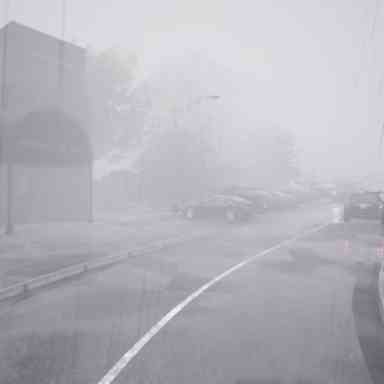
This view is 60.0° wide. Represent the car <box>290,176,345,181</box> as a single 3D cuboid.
[{"bbox_3d":[13.147,-0.438,36.259,5.566,2.045,2.435,1,4,36],"label":"car"}]

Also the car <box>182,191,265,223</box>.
[{"bbox_3d":[1.586,0.945,20.530,4.892,1.521,2.231,1,3,36],"label":"car"}]

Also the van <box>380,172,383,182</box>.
[{"bbox_3d":[36.301,-2.738,67.696,4.442,1.987,1.878,1,4,36],"label":"van"}]

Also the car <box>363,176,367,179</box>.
[{"bbox_3d":[23.000,-1.155,49.803,4.792,1.488,2.163,1,4,36],"label":"car"}]

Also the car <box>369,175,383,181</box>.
[{"bbox_3d":[46.082,-3.482,81.290,4.792,1.488,2.163,1,4,36],"label":"car"}]

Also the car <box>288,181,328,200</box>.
[{"bbox_3d":[11.486,-0.021,34.036,5.008,1.535,2.097,1,4,36],"label":"car"}]

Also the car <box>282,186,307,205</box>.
[{"bbox_3d":[6.535,0.517,27.296,4.674,1.452,2.002,1,4,36],"label":"car"}]

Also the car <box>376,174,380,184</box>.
[{"bbox_3d":[31.269,-1.976,61.031,4.674,1.452,2.002,1,4,36],"label":"car"}]

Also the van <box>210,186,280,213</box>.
[{"bbox_3d":[3.328,0.580,22.715,4.442,1.987,1.878,1,3,36],"label":"van"}]

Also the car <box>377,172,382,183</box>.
[{"bbox_3d":[32.886,-2.307,63.289,4.553,1.767,2.185,1,4,36],"label":"car"}]

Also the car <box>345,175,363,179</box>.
[{"bbox_3d":[21.346,-1.144,47.547,4.553,1.767,2.185,1,4,36],"label":"car"}]

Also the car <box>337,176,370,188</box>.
[{"bbox_3d":[26.342,-1.642,54.258,4.553,1.767,2.185,1,4,36],"label":"car"}]

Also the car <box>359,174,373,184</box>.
[{"bbox_3d":[24.642,-1.602,52.035,5.566,2.045,2.435,1,4,36],"label":"car"}]

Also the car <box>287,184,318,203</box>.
[{"bbox_3d":[8.116,0.320,29.438,4.892,1.521,2.231,1,4,36],"label":"car"}]

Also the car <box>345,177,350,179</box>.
[{"bbox_3d":[16.326,-0.638,40.699,4.553,1.767,2.185,1,4,36],"label":"car"}]

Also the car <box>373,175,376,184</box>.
[{"bbox_3d":[27.946,-1.654,56.548,4.792,1.488,2.163,1,4,36],"label":"car"}]

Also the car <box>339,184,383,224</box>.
[{"bbox_3d":[10.311,0.692,19.297,2.097,1.767,4.553,1,4,36],"label":"car"}]

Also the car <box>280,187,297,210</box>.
[{"bbox_3d":[4.884,0.644,25.050,4.892,1.521,2.231,1,4,36],"label":"car"}]

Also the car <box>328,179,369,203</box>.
[{"bbox_3d":[14.182,0.003,30.013,2.097,1.767,4.553,1,4,36],"label":"car"}]

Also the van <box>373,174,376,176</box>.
[{"bbox_3d":[29.518,-2.076,58.838,4.442,1.987,1.878,1,4,36],"label":"van"}]
